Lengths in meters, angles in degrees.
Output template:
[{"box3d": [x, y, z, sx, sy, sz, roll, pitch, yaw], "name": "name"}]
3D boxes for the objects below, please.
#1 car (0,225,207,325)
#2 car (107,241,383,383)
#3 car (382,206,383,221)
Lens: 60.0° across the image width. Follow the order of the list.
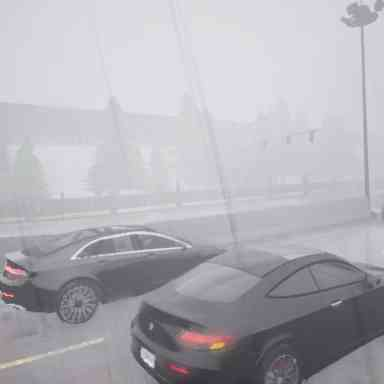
[{"box3d": [-1.307, 1.467, 7.131, 4.902, 1.511, 2.128, -1, 1, -36], "name": "car"}, {"box3d": [1.407, 1.483, 4.768, 4.674, 1.442, 1.812, -1, 1, -36], "name": "car"}, {"box3d": [10.951, 0.802, 15.958, 4.892, 1.490, 1.837, -3, 2, -36], "name": "car"}]
